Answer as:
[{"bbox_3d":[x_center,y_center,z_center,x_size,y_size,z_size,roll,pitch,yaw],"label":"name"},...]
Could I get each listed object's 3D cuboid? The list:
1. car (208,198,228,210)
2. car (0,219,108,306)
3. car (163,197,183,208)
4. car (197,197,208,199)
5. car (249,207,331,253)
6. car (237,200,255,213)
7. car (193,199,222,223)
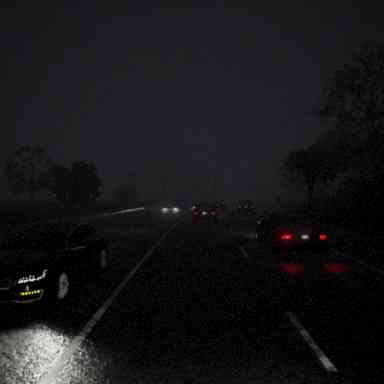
[{"bbox_3d":[3.533,1.548,42.783,1.994,1.385,4.181,0,0,11],"label":"car"},{"bbox_3d":[-3.477,1.500,8.225,1.837,1.490,4.892,0,0,1],"label":"car"},{"bbox_3d":[-2.666,1.447,48.320,1.882,1.535,5.008,0,0,13],"label":"car"},{"bbox_3d":[1.620,1.482,51.115,1.837,1.490,4.892,0,-1,14],"label":"car"},{"bbox_3d":[3.852,1.544,13.564,2.033,1.411,5.357,0,0,2],"label":"car"},{"bbox_3d":[5.810,1.538,35.902,2.033,1.411,5.357,0,0,9],"label":"car"},{"bbox_3d":[1.088,1.536,25.658,2.033,1.411,5.357,0,0,5],"label":"car"}]
